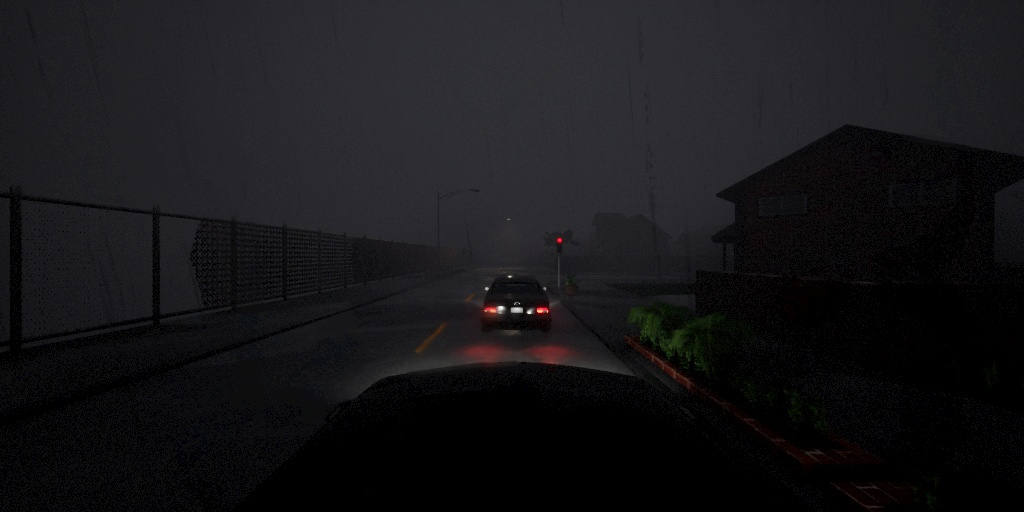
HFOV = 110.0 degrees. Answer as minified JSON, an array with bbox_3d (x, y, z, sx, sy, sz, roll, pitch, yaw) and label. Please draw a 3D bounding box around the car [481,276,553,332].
[{"bbox_3d":[0.116,1.297,10.780,2.033,1.411,5.357,0,0,0],"label":"car"}]
